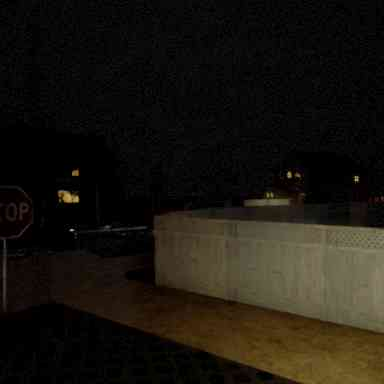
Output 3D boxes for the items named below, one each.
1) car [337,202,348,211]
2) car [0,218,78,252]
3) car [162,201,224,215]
[{"bbox_3d":[12.873,1.584,29.044,4.181,1.385,1.994,0,-1,-33],"label":"car"},{"bbox_3d":[-6.760,1.486,12.210,4.902,1.511,2.128,0,-1,-36],"label":"car"},{"bbox_3d":[0.202,1.377,20.605,4.553,1.767,2.097,0,-1,-34],"label":"car"}]
